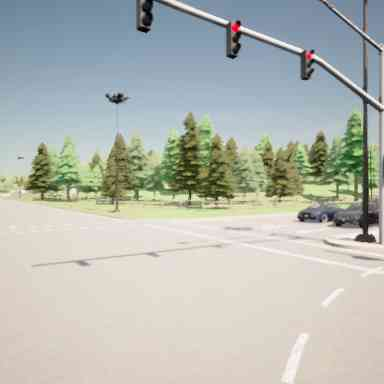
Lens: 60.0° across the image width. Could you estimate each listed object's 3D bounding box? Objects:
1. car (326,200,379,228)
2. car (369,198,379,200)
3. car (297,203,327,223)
[{"bbox_3d":[11.240,1.481,21.838,4.892,1.490,1.837,0,0,-36],"label":"car"},{"bbox_3d":[16.813,1.317,30.105,4.553,1.767,2.097,0,0,-35],"label":"car"},{"bbox_3d":[9.890,1.539,25.161,4.181,1.385,1.994,0,0,-35],"label":"car"}]
